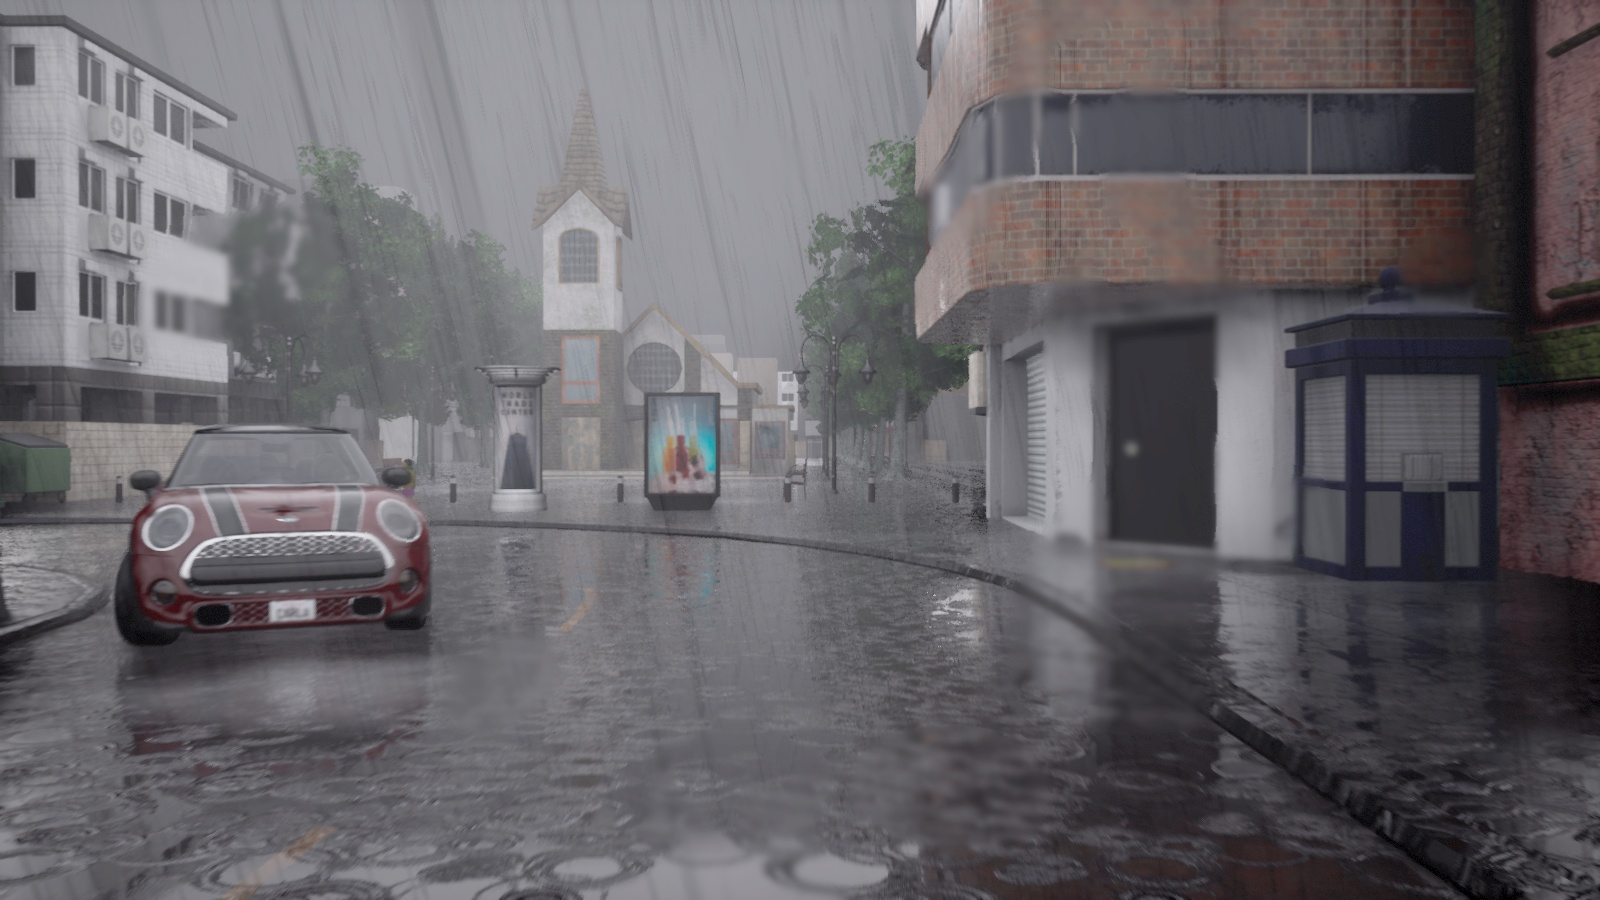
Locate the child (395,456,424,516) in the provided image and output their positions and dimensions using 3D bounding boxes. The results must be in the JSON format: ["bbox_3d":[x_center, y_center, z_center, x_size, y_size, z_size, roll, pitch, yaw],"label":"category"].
[{"bbox_3d":[-7.625,0.692,24.542,0.473,1.160,0.299,0,0,4],"label":"child"}]

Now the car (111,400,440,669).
[{"bbox_3d":[-4.546,0.541,10.745,2.097,1.767,4.553,0,0,-25],"label":"car"}]
